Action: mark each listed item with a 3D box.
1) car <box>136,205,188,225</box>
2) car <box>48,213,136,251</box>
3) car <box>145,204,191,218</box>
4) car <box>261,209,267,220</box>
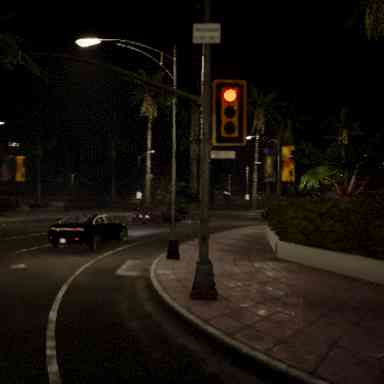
[{"bbox_3d":[-2.679,2.014,28.275,2.033,1.411,5.357,0,-1,33],"label":"car"},{"bbox_3d":[-4.548,1.704,15.229,2.128,1.511,4.902,0,-1,10],"label":"car"},{"bbox_3d":[-2.791,2.208,39.444,2.033,1.411,5.357,0,-1,45],"label":"car"},{"bbox_3d":[9.569,2.261,35.968,4.902,1.511,2.128,2,-1,-36],"label":"car"}]
